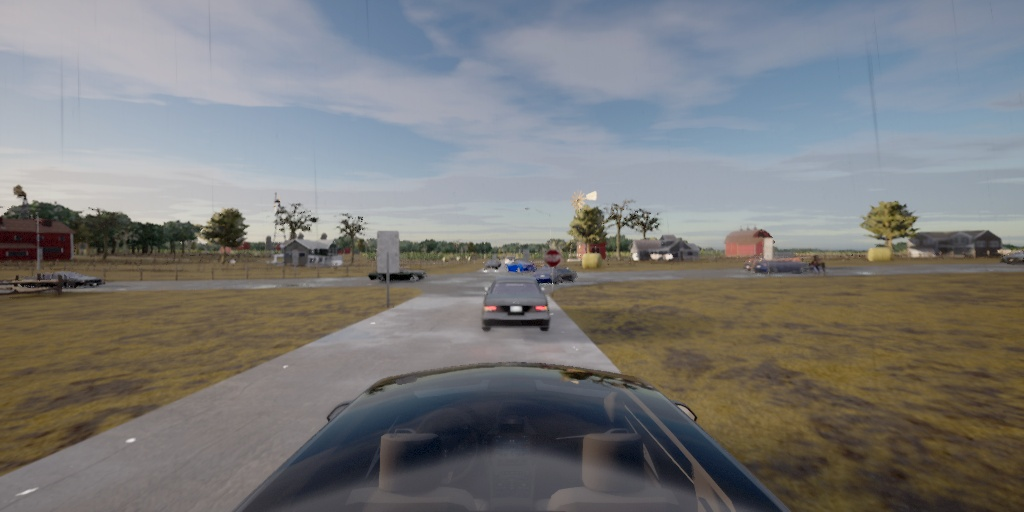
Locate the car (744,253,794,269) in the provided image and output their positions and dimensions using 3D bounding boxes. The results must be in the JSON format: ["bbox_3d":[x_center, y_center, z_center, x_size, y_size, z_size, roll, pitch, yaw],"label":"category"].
[{"bbox_3d":[24.889,0.497,34.418,4.553,1.767,2.097,-1,1,0],"label":"car"}]

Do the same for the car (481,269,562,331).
[{"bbox_3d":[0.091,1.305,10.988,2.033,1.411,5.357,0,0,0],"label":"car"}]

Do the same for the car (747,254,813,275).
[{"bbox_3d":[23.132,0.820,30.720,4.181,1.385,1.994,-1,1,0],"label":"car"}]

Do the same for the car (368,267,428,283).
[{"bbox_3d":[-9.634,1.576,30.658,4.718,1.301,1.895,-1,1,0],"label":"car"}]

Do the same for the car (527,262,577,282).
[{"bbox_3d":[3.169,1.316,26.245,1.994,1.385,4.181,0,1,32],"label":"car"}]

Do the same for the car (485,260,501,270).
[{"bbox_3d":[-3.022,1.330,53.034,1.837,1.490,4.892,0,0,-1],"label":"car"}]

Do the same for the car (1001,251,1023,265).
[{"bbox_3d":[49.963,0.153,34.395,4.181,1.385,1.994,-1,1,1],"label":"car"}]

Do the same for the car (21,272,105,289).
[{"bbox_3d":[-38.259,2.060,30.603,5.357,1.411,2.033,-1,1,0],"label":"car"}]

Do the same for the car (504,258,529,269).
[{"bbox_3d":[0.983,1.273,42.029,1.882,1.535,5.008,-1,0,-26],"label":"car"}]

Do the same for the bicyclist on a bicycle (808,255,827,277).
[{"bbox_3d":[22.835,0.773,26.824,0.582,1.620,1.656,-1,0,0],"label":"bicyclist on a bicycle"}]

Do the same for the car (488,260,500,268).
[{"bbox_3d":[-3.075,1.449,62.675,1.895,1.301,4.718,0,0,0],"label":"car"}]
